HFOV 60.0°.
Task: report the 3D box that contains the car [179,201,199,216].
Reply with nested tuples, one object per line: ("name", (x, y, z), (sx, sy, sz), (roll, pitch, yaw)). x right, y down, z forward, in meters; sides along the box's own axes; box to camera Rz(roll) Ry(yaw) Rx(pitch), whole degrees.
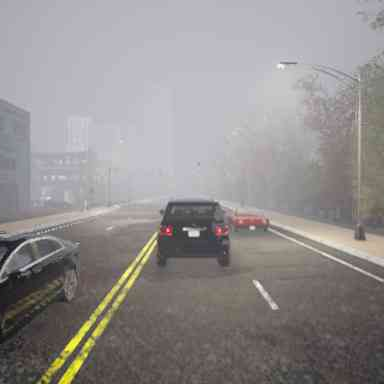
("car", (-0.312, 1.604, 33.077), (1.895, 1.301, 4.718), (0, 0, -1))

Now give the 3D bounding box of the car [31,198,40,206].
("car", (-29.129, 1.827, 59.853), (4.403, 1.369, 2.008), (-1, 1, -1))

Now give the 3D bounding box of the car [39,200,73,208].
("car", (-20.662, 1.827, 51.475), (4.313, 1.339, 1.947), (-1, 1, -1))

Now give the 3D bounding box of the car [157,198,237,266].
("car", (0.015, 1.222, 11.629), (2.150, 2.045, 5.566), (0, 0, -1))

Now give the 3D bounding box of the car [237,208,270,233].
("car", (3.147, 1.602, 19.725), (1.895, 1.301, 4.718), (0, 0, -1))

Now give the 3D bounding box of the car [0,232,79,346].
("car", (-3.369, 1.492, 5.407), (2.128, 1.511, 4.902), (0, 0, 0))
